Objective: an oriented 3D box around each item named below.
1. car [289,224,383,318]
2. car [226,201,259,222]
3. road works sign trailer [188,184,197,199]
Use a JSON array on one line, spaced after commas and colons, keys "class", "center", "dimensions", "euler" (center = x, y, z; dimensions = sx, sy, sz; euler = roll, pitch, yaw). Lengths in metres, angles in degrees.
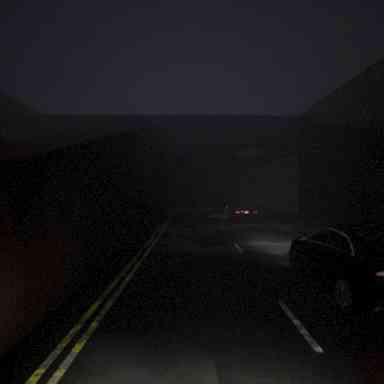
[{"class": "car", "center": [3.588, 1.441, 7.276], "dimensions": [2.128, 1.511, 4.902], "euler": [0, 0, 0]}, {"class": "car", "center": [3.639, 1.376, 24.642], "dimensions": [2.033, 1.411, 5.357], "euler": [0, 0, 0]}, {"class": "road works sign trailer", "center": [0.181, -0.117, 83.375], "dimensions": [2.380, 3.560, 2.880], "euler": [0, 0, 0]}]
